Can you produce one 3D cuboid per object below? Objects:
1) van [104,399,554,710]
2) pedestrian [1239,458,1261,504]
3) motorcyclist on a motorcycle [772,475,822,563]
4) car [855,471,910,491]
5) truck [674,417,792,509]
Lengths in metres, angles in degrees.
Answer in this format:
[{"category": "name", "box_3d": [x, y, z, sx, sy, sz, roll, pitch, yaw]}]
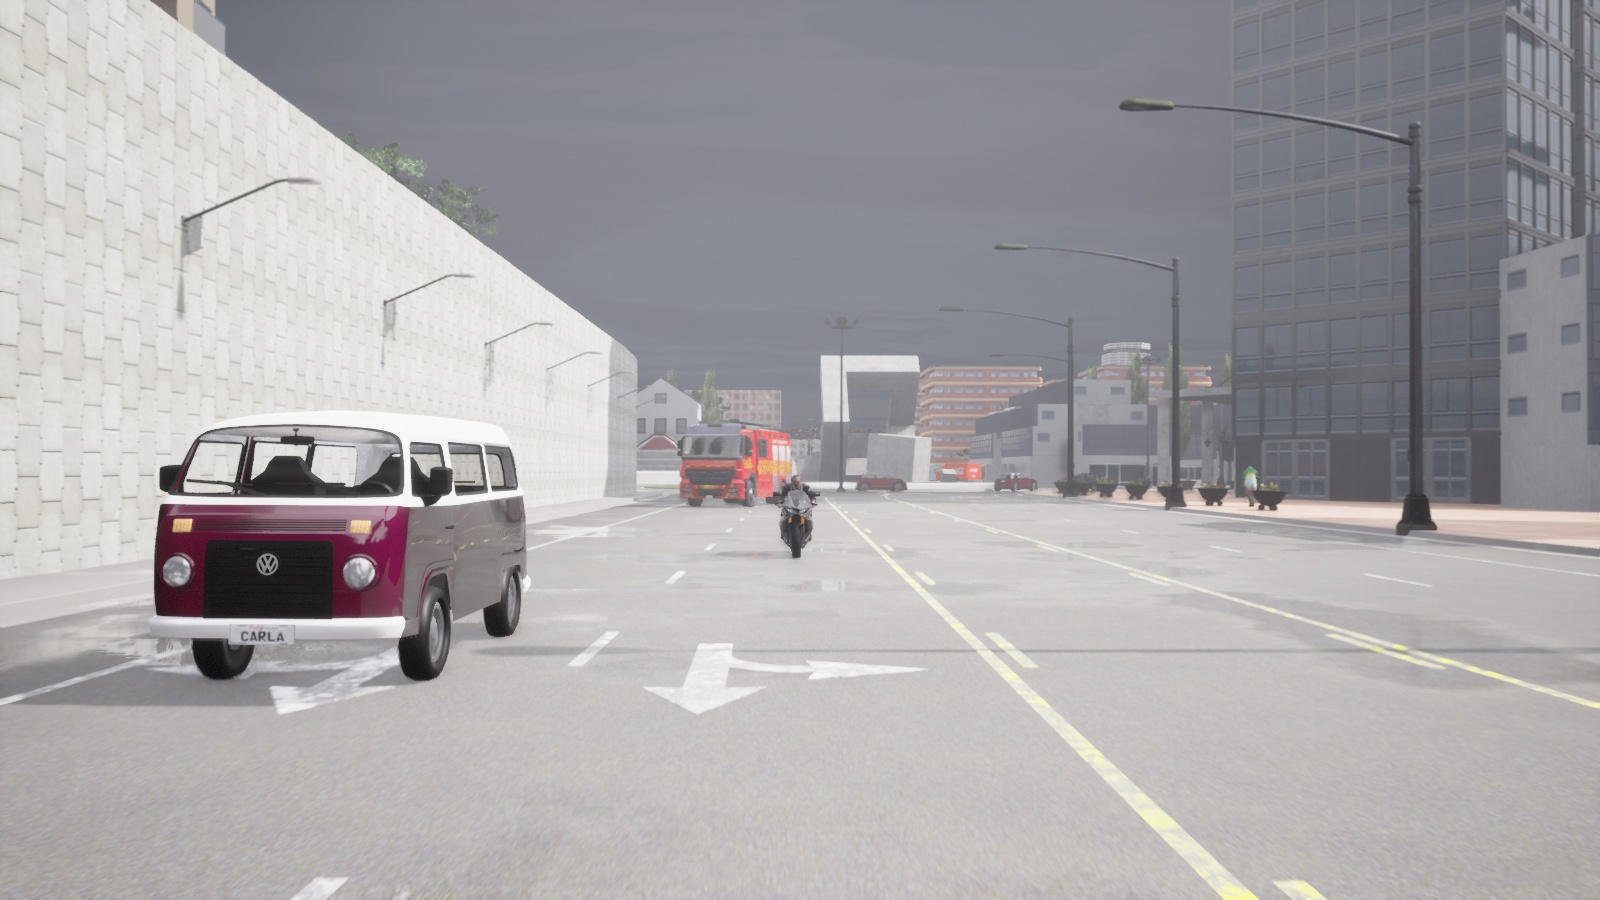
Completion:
[{"category": "van", "box_3d": [-3.526, 0.726, 10.483, 2.069, 2.038, 4.480, 0, -1, 0]}, {"category": "pedestrian", "box_3d": [19.012, 1.308, 53.101, 0.659, 1.952, 0.873, 0, -1, 5]}, {"category": "motorcyclist on a motorcycle", "box_3d": [-0.056, 1.238, 23.209, 0.866, 1.530, 2.191, 0, -1, 0]}, {"category": "car", "box_3d": [6.193, 2.336, 94.397, 3.806, 1.475, 1.970, 0, -1, -5]}, {"category": "truck", "box_3d": [-2.838, 0.608, 56.541, 2.891, 3.827, 8.468, 0, -1, 14]}]
